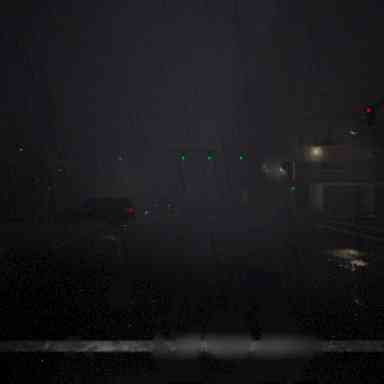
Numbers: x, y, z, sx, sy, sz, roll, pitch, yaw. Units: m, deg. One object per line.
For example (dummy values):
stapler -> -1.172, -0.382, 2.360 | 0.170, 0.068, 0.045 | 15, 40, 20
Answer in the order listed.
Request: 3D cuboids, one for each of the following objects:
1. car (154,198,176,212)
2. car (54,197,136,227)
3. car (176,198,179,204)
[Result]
car -> -3.596, 1.657, 42.824 | 2.097, 1.767, 4.553 | 0, 0, 0
car -> -6.758, 1.392, 23.597 | 5.566, 2.045, 2.150 | 0, 0, -1
car -> -3.586, 1.918, 55.013 | 1.812, 1.442, 4.674 | 0, 0, 0
